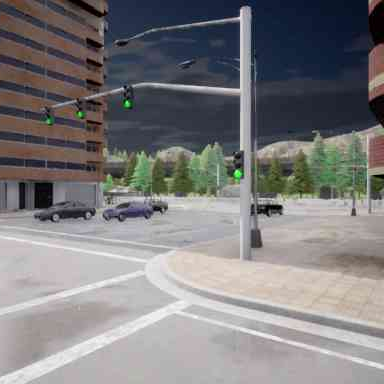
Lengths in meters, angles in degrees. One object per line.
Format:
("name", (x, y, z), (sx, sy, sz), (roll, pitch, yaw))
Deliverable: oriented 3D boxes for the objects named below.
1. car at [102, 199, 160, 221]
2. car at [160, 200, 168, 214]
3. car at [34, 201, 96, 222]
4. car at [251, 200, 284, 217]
("car", (-5.085, 1.526, 27.082), (1.812, 1.442, 4.674), (0, 0, 36))
("car", (-4.456, 1.491, 33.882), (2.128, 1.511, 4.902), (0, 0, 36))
("car", (-9.945, 1.505, 26.345), (1.837, 1.490, 4.892), (0, 0, 36))
("car", (7.126, 1.478, 31.740), (1.882, 1.535, 5.008), (0, 0, 36))
